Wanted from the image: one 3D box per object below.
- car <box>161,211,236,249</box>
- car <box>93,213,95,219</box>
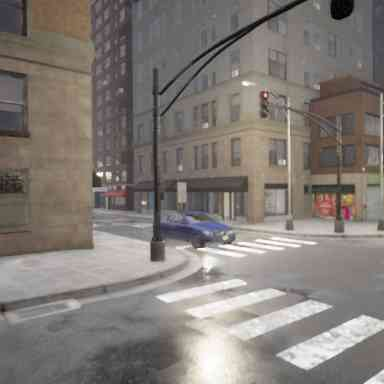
[{"bbox_3d":[-0.033,1.648,15.539,1.812,1.442,4.674,-1,0,-37],"label":"car"},{"bbox_3d":[-10.196,1.819,28.865,2.033,1.411,5.357,-1,0,-37],"label":"car"}]
